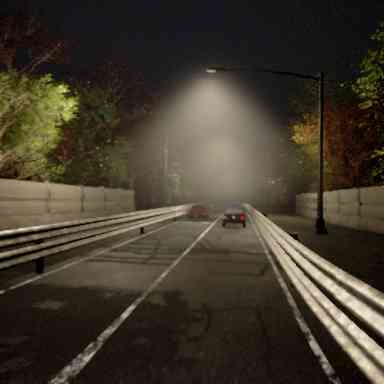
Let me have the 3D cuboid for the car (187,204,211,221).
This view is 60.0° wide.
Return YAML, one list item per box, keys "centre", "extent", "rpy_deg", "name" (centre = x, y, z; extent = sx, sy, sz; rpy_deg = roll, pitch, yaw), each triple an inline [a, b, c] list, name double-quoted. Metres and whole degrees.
- centre: [0.716, 1.925, 32.425]
  extent: [1.882, 1.535, 5.008]
  rpy_deg: [1, -1, 8]
  name: "car"

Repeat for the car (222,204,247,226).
- centre: [3.429, 1.958, 27.025]
  extent: [2.033, 1.411, 5.357]
  rpy_deg: [1, -1, 8]
  name: "car"
